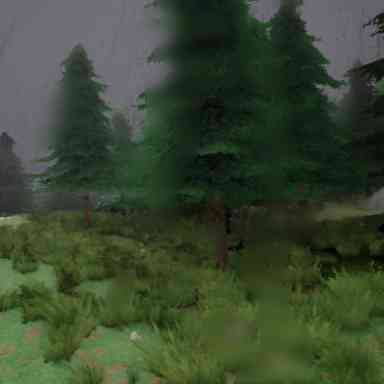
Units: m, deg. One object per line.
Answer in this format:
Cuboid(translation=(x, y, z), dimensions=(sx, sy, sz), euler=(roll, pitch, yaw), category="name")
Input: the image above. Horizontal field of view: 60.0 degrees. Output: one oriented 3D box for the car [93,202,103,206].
Cuboid(translation=(-10.757, 2.037, 41.729), dimensions=(1.882, 1.535, 5.008), euler=(-6, -8, 30), category="car")
